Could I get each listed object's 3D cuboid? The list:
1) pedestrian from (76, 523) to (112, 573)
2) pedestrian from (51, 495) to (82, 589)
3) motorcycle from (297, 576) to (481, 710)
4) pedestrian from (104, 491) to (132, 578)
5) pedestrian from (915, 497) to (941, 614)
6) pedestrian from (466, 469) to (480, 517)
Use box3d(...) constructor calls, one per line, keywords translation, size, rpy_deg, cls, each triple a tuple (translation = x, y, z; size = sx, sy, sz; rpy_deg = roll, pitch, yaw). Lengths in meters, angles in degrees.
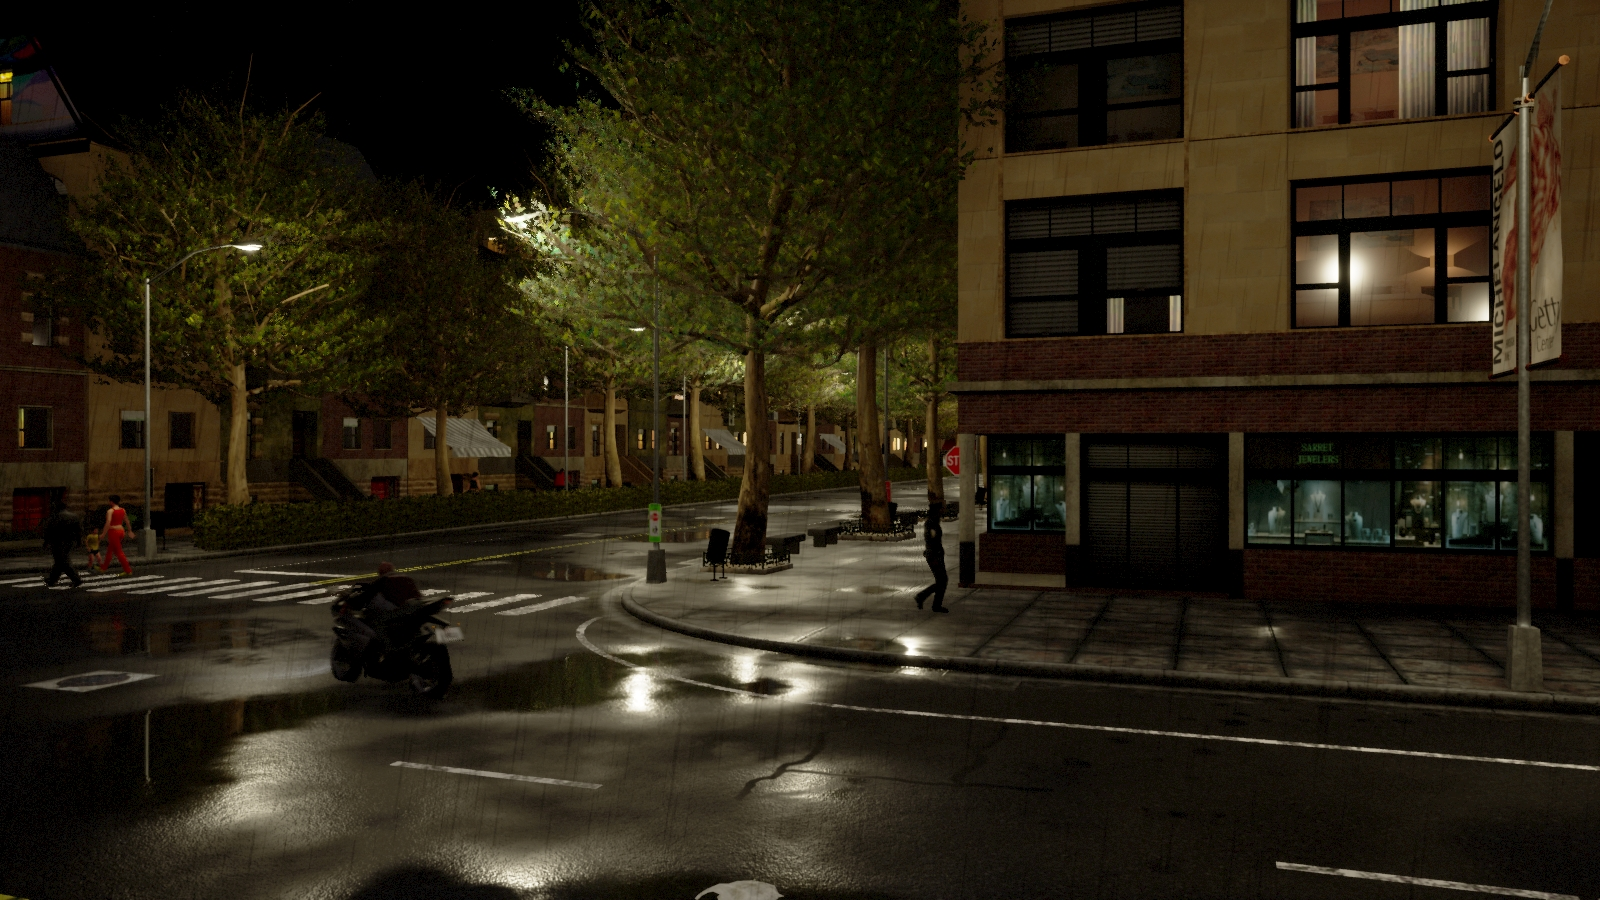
box3d(translation=(-16.109, 2.229, 26.071), size=(0.500, 1.100, 0.500), rpy_deg=(0, 0, 22), cls="pedestrian")
box3d(translation=(-14.839, 1.849, 23.115), size=(0.375, 1.860, 0.375), rpy_deg=(0, 0, 20), cls="pedestrian")
box3d(translation=(-4.833, 2.205, 13.380), size=(2.209, 1.251, 0.867), rpy_deg=(0, -2, 34), cls="motorcycle")
box3d(translation=(-14.968, 1.849, 25.085), size=(0.375, 1.860, 0.375), rpy_deg=(0, 0, 10), cls="pedestrian")
box3d(translation=(2.067, 1.699, 18.463), size=(0.375, 1.860, 0.375), rpy_deg=(0, 0, -1), cls="pedestrian")
box3d(translation=(-12.959, 1.696, 45.307), size=(0.375, 1.860, 0.375), rpy_deg=(0, 0, 18), cls="pedestrian")
